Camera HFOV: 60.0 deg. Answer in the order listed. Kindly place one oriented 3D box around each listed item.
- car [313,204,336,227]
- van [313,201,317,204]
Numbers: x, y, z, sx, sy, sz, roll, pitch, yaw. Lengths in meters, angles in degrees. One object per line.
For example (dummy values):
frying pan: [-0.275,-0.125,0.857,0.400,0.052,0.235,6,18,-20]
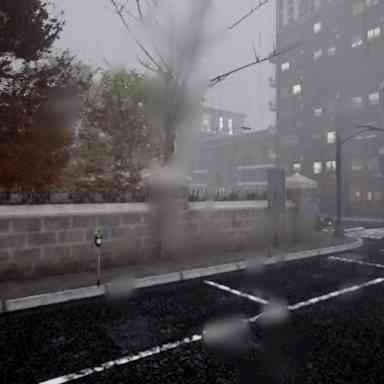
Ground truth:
car: [8.206,1.866,25.723,2.033,1.411,5.357,0,-1,-36]
van: [10.339,1.729,32.582,1.690,1.788,3.998,-1,0,-36]
